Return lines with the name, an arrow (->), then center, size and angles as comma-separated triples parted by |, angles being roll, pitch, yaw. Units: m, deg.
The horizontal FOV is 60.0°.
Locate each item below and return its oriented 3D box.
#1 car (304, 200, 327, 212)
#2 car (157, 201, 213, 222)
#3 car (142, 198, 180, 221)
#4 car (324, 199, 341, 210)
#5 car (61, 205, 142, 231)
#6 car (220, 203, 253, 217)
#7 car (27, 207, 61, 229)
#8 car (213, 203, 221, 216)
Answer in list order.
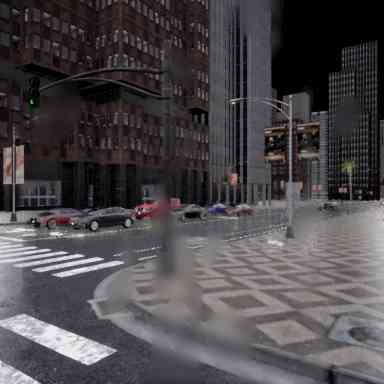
car -> 19.350, 2.371, 52.712 | 2.033, 1.411, 5.357 | 0, -1, 35
car -> -0.508, 1.872, 30.352 | 2.128, 1.511, 4.902 | 0, -1, 35
car -> -3.156, 1.599, 32.241 | 2.150, 2.045, 5.566 | 0, -1, 35
car -> 26.071, 2.507, 62.283 | 1.837, 1.490, 4.892 | 0, -1, 35
car -> -5.982, 1.748, 22.542 | 1.837, 1.490, 4.892 | 0, -1, 35
car -> 5.574, 2.061, 39.011 | 1.812, 1.442, 4.674 | 0, -1, 35
car -> -9.271, 1.787, 23.497 | 1.994, 1.385, 4.181 | 0, -1, 36
car -> 2.744, 2.053, 40.652 | 1.812, 1.442, 4.674 | 0, -1, 35
